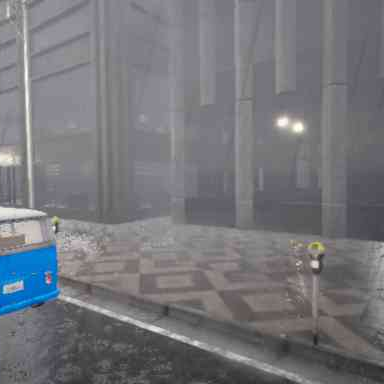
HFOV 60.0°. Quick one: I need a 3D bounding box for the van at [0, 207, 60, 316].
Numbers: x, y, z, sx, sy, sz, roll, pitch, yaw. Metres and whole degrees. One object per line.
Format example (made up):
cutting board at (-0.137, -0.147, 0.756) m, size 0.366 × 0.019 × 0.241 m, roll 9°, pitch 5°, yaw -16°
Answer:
van at (-4.107, 1.139, 5.962) m, size 3.998 × 1.788 × 1.690 m, roll 1°, pitch 3°, yaw 36°
